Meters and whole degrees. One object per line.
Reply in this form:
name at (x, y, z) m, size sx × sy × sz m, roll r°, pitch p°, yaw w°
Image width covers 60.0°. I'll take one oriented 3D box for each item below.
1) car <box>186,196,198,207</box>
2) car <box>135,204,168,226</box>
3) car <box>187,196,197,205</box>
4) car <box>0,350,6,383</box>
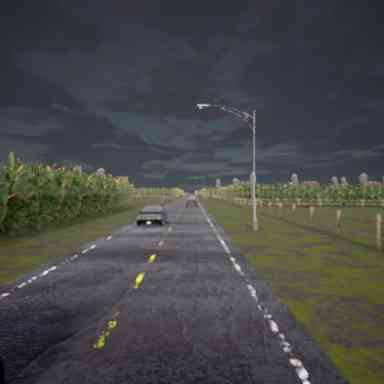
car at (0.018, 1.601, 53.571) m, size 1.837 × 1.490 × 4.892 m, roll 0°, pitch 0°, yaw 0°
car at (-2.758, 1.599, 23.975) m, size 2.033 × 1.411 × 5.357 m, roll 0°, pitch 0°, yaw 0°
car at (0.022, 1.585, 63.993) m, size 1.882 × 1.535 × 5.008 m, roll 0°, pitch 0°, yaw 0°
car at (-2.836, 1.568, 1.584) m, size 1.994 × 1.385 × 4.181 m, roll 0°, pitch 0°, yaw 0°
